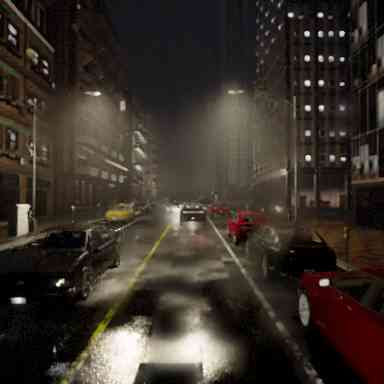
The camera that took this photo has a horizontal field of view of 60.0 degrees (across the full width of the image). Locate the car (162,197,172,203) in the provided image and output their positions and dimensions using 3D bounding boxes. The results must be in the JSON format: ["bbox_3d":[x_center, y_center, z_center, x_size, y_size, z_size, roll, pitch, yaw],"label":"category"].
[{"bbox_3d":[-5.786,1.846,78.180,1.947,1.339,4.313,1,0,0],"label":"car"}]

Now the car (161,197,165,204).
[{"bbox_3d":[-5.779,1.836,72.483,1.802,1.307,4.206,1,0,0],"label":"car"}]

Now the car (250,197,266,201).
[{"bbox_3d":[17.797,1.926,89.768,4.403,1.369,2.008,0,-2,0],"label":"car"}]

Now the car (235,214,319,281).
[{"bbox_3d":[2.658,1.578,9.702,2.008,1.369,4.403,1,0,0],"label":"car"}]

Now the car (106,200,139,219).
[{"bbox_3d":[-5.713,1.606,26.735,1.752,1.417,4.829,1,0,0],"label":"car"}]

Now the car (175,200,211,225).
[{"bbox_3d":[0.064,1.565,24.604,2.128,1.511,4.902,0,0,0],"label":"car"}]

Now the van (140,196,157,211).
[{"bbox_3d":[-5.733,1.481,43.998,1.690,1.788,3.998,1,0,0],"label":"van"}]

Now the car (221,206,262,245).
[{"bbox_3d":[2.650,1.589,15.400,1.887,1.381,4.507,1,0,0],"label":"car"}]

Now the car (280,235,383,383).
[{"bbox_3d":[2.666,1.556,4.005,1.887,1.381,4.507,1,0,0],"label":"car"}]

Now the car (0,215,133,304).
[{"bbox_3d":[-3.112,1.572,8.623,2.033,1.411,5.357,0,0,0],"label":"car"}]

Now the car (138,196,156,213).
[{"bbox_3d":[-5.727,1.560,38.299,1.967,1.590,4.097,1,0,0],"label":"car"}]

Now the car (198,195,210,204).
[{"bbox_3d":[2.573,1.568,72.383,2.192,1.841,5.009,1,0,0],"label":"car"}]

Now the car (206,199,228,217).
[{"bbox_3d":[2.626,1.644,32.493,1.887,1.381,4.507,1,0,0],"label":"car"}]

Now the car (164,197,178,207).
[{"bbox_3d":[-3.078,1.716,54.815,1.812,1.442,4.674,0,0,0],"label":"car"}]

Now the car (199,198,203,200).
[{"bbox_3d":[0.043,1.734,42.210,1.895,1.301,4.718,0,0,0],"label":"car"}]

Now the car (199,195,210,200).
[{"bbox_3d":[2.588,1.644,60.985,1.967,1.590,4.097,1,0,0],"label":"car"}]
